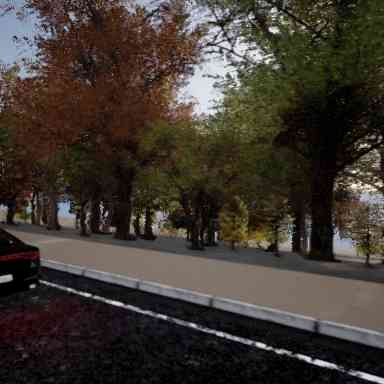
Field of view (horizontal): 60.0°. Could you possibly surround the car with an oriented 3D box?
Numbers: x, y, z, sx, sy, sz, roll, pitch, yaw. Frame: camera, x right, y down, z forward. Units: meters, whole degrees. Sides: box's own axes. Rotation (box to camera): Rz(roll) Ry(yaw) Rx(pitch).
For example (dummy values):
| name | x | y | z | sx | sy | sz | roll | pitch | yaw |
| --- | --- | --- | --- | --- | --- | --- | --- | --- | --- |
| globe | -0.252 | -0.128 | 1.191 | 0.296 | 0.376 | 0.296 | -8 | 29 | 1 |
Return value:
| name | x | y | z | sx | sy | sz | roll | pitch | yaw |
| --- | --- | --- | --- | --- | --- | --- | --- | --- | --- |
| car | -5.459 | 1.438 | 7.581 | 5.008 | 1.535 | 1.882 | 0 | 0 | 36 |
